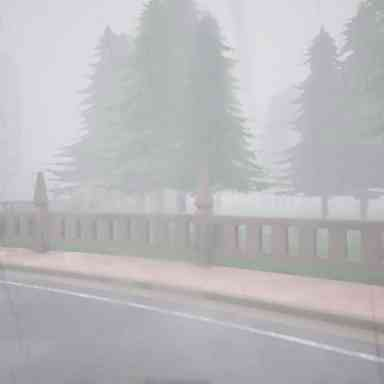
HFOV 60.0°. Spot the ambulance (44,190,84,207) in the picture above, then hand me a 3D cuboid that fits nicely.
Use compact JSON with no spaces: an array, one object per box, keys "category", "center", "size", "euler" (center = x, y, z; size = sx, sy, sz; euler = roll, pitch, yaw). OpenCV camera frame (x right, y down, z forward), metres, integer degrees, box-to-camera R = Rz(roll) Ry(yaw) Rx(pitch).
[{"category":"ambulance","center":[-20.170,0.991,52.705],"size":[2.351,2.431,6.366],"euler":[0,0,20]}]
